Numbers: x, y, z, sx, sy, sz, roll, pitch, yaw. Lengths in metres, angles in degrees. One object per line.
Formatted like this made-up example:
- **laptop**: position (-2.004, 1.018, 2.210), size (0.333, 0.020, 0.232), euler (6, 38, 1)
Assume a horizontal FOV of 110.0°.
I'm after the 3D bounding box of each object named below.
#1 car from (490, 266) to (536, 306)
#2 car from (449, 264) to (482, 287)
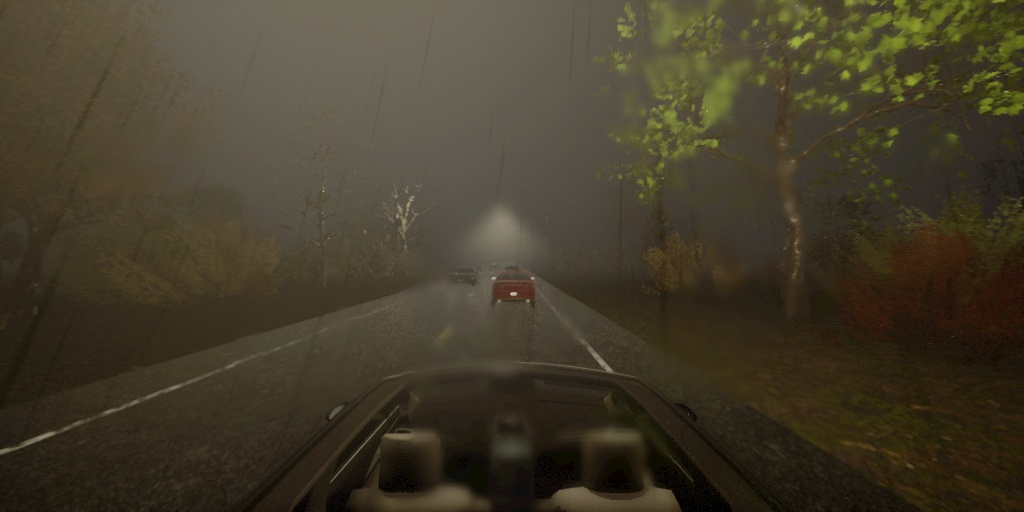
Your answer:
- **car**: position (0.065, 1.425, 17.036), size (1.882, 1.535, 5.008), euler (0, -1, 0)
- **car**: position (-3.681, 1.566, 28.267), size (1.882, 1.535, 5.008), euler (0, -1, 0)
